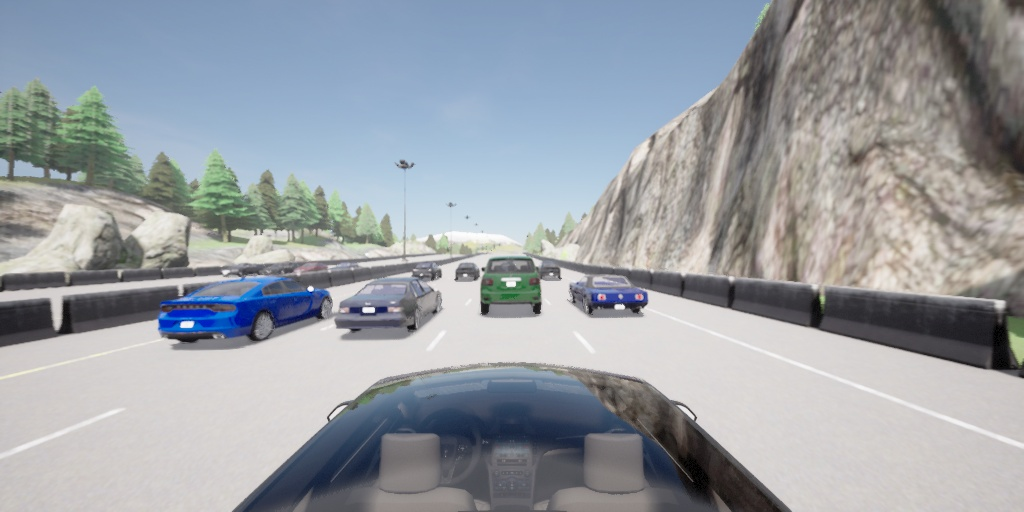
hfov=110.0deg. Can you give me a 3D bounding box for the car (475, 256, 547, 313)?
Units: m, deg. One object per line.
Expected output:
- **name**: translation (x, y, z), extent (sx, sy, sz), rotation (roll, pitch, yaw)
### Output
- **car**: translation (-0.068, 1.012, 14.326), extent (2.150, 2.045, 5.566), rotation (-1, 0, -1)

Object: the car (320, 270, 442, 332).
- **car**: translation (-3.516, 1.364, 11.208), extent (2.033, 1.411, 5.357), rotation (-1, 0, -1)

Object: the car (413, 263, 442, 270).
- **car**: translation (-7.335, 1.309, 31.316), extent (2.128, 1.511, 4.902), rotation (-1, 0, -1)

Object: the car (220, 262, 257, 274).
- **car**: translation (-28.561, 1.454, 38.174), extent (2.128, 1.511, 4.902), rotation (-1, 0, 0)

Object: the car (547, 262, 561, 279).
- **car**: translation (3.162, 1.227, 31.614), extent (1.837, 1.490, 4.892), rotation (-1, 0, -1)

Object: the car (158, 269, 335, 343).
- **car**: translation (-7.001, 1.324, 10.157), extent (1.882, 1.535, 5.008), rotation (-1, 0, -1)

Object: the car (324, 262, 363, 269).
- **car**: translation (-18.066, 1.405, 39.434), extent (2.033, 1.411, 5.357), rotation (-1, 0, -1)

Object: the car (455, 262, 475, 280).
- **car**: translation (-3.837, 1.291, 31.495), extent (1.837, 1.490, 4.892), rotation (-1, 0, -1)

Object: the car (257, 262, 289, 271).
- **car**: translation (-25.066, 1.436, 39.305), extent (1.837, 1.490, 4.892), rotation (-1, 0, -1)

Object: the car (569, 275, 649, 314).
- **car**: translation (3.444, 1.359, 13.772), extent (1.895, 1.301, 4.718), rotation (-1, 0, -1)

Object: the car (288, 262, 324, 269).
- **car**: translation (-21.564, 1.420, 38.764), extent (1.812, 1.442, 4.674), rotation (-1, 0, -1)
